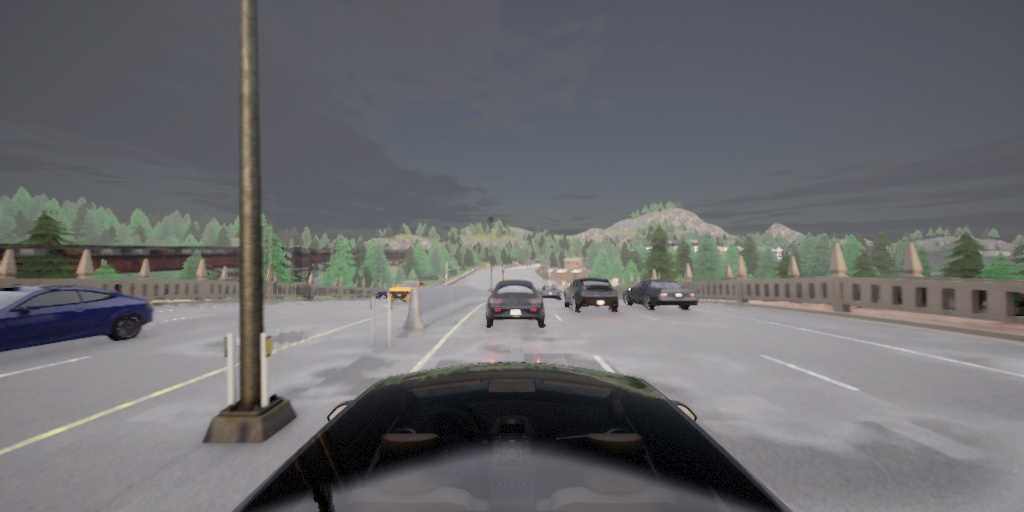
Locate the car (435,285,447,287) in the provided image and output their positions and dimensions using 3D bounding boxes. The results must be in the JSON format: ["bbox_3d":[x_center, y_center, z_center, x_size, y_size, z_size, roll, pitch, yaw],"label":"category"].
[{"bbox_3d":[-10.545,5.119,51.698,2.150,2.045,5.566,0,-7,0],"label":"car"}]

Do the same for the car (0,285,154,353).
[{"bbox_3d":[-10.598,1.376,7.791,1.812,1.442,4.674,0,-2,0],"label":"car"}]

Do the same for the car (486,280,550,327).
[{"bbox_3d":[0.103,1.562,12.583,1.812,1.442,4.674,0,-3,0],"label":"car"}]

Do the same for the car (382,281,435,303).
[{"bbox_3d":[-7.091,2.456,25.081,1.882,1.535,5.008,0,-6,0],"label":"car"}]

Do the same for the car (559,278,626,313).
[{"bbox_3d":[3.604,1.797,17.001,1.837,1.490,4.892,0,-4,0],"label":"car"}]

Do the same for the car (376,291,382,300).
[{"bbox_3d":[-14.079,4.376,41.515,1.895,1.301,4.718,0,-6,0],"label":"car"}]

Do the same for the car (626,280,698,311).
[{"bbox_3d":[7.104,1.896,17.786,2.033,1.411,5.357,0,-4,0],"label":"car"}]

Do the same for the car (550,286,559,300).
[{"bbox_3d":[3.609,3.684,35.566,1.994,1.385,4.181,0,-6,0],"label":"car"}]

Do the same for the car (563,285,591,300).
[{"bbox_3d":[7.110,4.074,39.762,2.128,1.511,4.902,0,-6,0],"label":"car"}]
